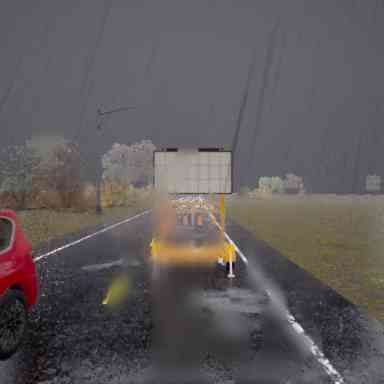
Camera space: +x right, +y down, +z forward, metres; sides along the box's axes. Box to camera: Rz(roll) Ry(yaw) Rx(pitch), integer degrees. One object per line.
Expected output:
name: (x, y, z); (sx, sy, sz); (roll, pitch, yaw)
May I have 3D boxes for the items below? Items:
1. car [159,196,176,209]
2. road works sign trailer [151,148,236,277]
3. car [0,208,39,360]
car: (-3.295, 1.378, 45.125); (2.097, 1.767, 4.553); (0, 0, 1)
road works sign trailer: (0.026, 0.468, 10.228); (2.380, 3.560, 2.880); (0, 0, -1)
car: (-3.495, 1.223, 3.010); (2.150, 2.045, 5.566); (0, 0, 0)
